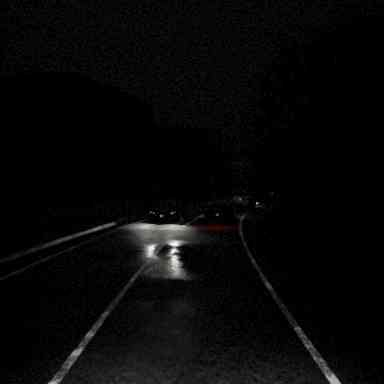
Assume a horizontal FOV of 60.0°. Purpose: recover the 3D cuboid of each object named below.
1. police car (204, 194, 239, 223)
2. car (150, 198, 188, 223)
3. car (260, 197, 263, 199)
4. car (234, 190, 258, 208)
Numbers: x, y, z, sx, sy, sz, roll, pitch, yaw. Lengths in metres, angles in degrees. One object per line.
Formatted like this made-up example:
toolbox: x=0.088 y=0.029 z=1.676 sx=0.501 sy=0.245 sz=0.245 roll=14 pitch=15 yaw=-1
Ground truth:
police car: x=2.021 y=1.180 z=23.231 sx=1.930 sy=1.638 sz=5.238 roll=1 pitch=1 yaw=10
car: x=-1.511 y=1.209 z=23.035 sx=1.837 sy=1.490 sz=4.892 roll=1 pitch=1 yaw=10
car: x=11.635 y=0.965 z=61.373 sx=1.837 sy=1.490 sz=4.892 roll=3 pitch=1 yaw=28
car: x=6.418 y=0.832 z=40.798 sx=2.150 sy=2.045 sz=5.566 roll=2 pitch=1 yaw=19
